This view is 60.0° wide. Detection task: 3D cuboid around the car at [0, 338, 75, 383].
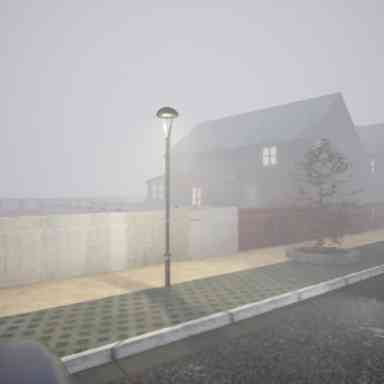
[{"bbox_3d":[-2.983,1.552,0.981,5.357,1.411,2.033,0,0,-35],"label":"car"}]
